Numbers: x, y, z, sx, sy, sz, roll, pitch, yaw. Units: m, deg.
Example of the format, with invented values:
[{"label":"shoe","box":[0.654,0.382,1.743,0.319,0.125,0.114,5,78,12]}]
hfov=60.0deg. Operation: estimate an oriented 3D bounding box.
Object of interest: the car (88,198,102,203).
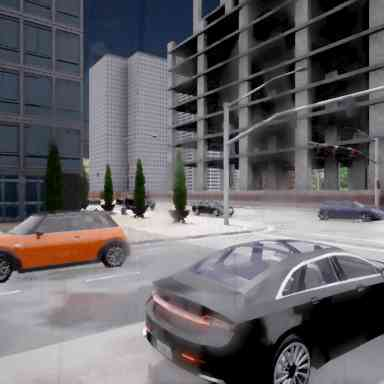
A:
[{"label":"car","box":[-17.643,1.663,58.885,1.895,1.301,4.718,0,0,-36]}]

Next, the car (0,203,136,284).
[{"label":"car","box":[-4.145,1.352,9.632,4.553,1.767,2.097,0,0,-36]}]

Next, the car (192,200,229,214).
[{"label":"car","box":[2.068,1.619,37.559,1.994,1.385,4.181,0,0,-36]}]

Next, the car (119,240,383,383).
[{"label":"car","box":[1.662,1.492,5.040,4.902,1.511,2.128,0,0,-36]}]

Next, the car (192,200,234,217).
[{"label":"car","box":[1.961,1.547,31.753,2.128,1.511,4.902,0,0,-36]}]

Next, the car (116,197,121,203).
[{"label":"car","box":[-10.987,1.533,55.582,1.882,1.535,5.008,0,0,-36]}]

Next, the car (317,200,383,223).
[{"label":"car","box":[12.278,1.389,25.843,4.553,1.767,2.097,-1,0,40]}]

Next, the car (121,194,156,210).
[{"label":"car","box":[-6.915,1.271,43.966,2.150,2.045,5.566,0,1,-36]}]
